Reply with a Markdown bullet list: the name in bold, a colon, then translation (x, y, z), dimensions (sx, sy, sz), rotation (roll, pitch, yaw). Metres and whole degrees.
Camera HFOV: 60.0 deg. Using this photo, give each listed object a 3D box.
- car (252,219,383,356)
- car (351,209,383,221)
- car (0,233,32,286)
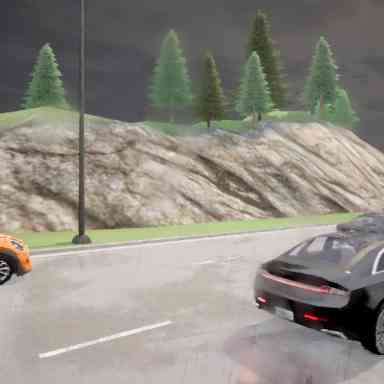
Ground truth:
- **car**: translation (3.262, 1.491, 6.081), dimensions (4.902, 1.511, 2.128), rotation (0, 0, -36)
- **car**: translation (8.032, 1.547, 13.797), dimensions (5.357, 1.411, 2.033), rotation (0, 0, -36)
- **car**: translation (-6.329, 1.352, 7.835), dimensions (4.553, 1.767, 2.097), rotation (0, 0, -35)
